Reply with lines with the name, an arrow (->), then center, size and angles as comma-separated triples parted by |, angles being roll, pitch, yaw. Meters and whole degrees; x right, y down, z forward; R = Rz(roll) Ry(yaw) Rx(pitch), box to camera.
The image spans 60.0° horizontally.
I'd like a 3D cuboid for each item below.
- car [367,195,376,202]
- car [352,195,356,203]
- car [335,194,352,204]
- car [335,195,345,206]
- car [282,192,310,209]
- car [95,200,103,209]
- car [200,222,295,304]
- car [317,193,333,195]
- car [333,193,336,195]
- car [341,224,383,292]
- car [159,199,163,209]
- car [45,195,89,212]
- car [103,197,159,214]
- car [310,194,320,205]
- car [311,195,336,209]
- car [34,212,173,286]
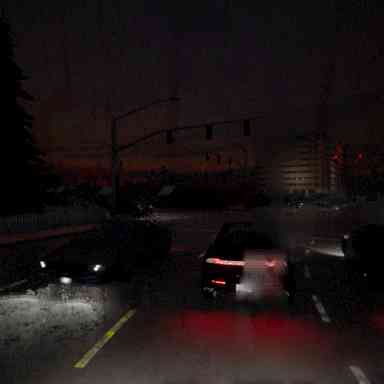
car -> 42.827, 1.525, 79.278 | 2.128, 1.511, 4.902 | 0, 0, 32
car -> 33.517, 1.355, 70.846 | 2.097, 1.767, 4.553 | 0, 0, 32
car -> 28.132, 1.601, 62.131 | 1.895, 1.301, 4.718 | 0, 0, 32
car -> 23.242, 1.601, 54.325 | 1.895, 1.301, 4.718 | 0, 0, 32
car -> 14.393, 1.221, 46.672 | 2.150, 2.045, 5.566 | 0, 0, 32
car -> -9.008, 1.547, 38.135 | 4.902, 1.511, 2.128 | 0, 0, 32
car -> 1.448, 1.492, 8.258 | 2.128, 1.511, 4.902 | 0, 0, 12
car -> 24.583, 1.221, 63.053 | 2.150, 2.045, 5.566 | 0, 0, 32
car -> 30.051, 1.225, 71.894 | 2.150, 2.045, 5.566 | 0, 0, 32
car -> 5.200, 1.547, 8.624 | 2.033, 1.411, 5.357 | 0, 0, 16
car -> -6.210, 1.407, 44.877 | 4.553, 1.767, 2.097 | 0, 0, 32
car -> -14.042, 1.277, 37.155 | 5.566, 2.045, 2.150 | 0, 0, 32
car -> -5.921, 1.407, 32.067 | 4.553, 1.767, 2.097 | 0, 0, 32
car -> 19.508, 1.526, 54.940 | 1.812, 1.442, 4.674 | 0, 0, 32
car -> 18.457, 1.526, 46.579 | 1.812, 1.442, 4.674 | 0, 0, 32
car -> -2.107, 1.547, 9.853 | 2.033, 1.411, 5.357 | 0, 0, 14
